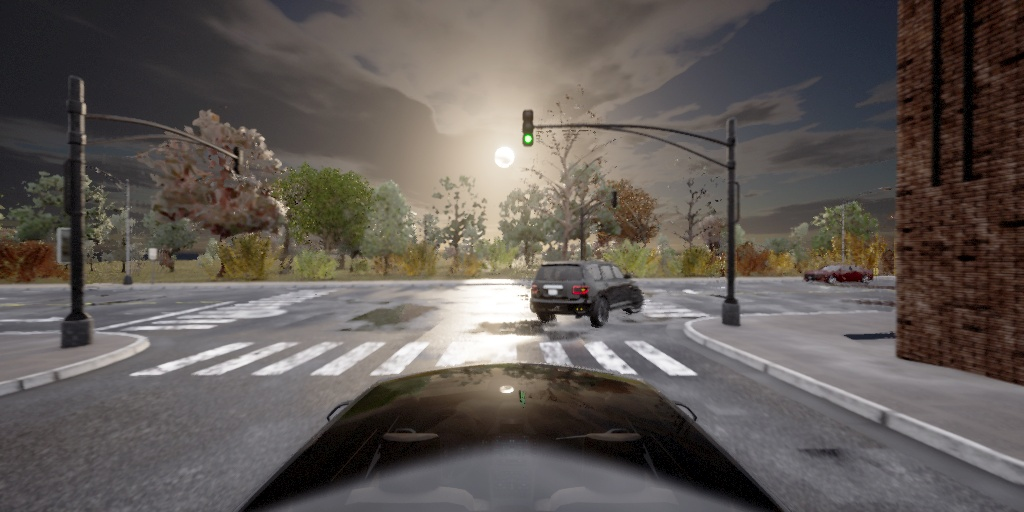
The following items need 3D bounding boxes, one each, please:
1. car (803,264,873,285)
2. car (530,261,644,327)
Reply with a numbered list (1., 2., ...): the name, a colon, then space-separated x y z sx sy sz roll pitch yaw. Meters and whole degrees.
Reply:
1. car: 25.379 1.390 27.973 5.008 1.535 1.882 0 0 -9
2. car: 2.818 1.204 12.825 2.150 2.045 5.566 -3 -2 36
